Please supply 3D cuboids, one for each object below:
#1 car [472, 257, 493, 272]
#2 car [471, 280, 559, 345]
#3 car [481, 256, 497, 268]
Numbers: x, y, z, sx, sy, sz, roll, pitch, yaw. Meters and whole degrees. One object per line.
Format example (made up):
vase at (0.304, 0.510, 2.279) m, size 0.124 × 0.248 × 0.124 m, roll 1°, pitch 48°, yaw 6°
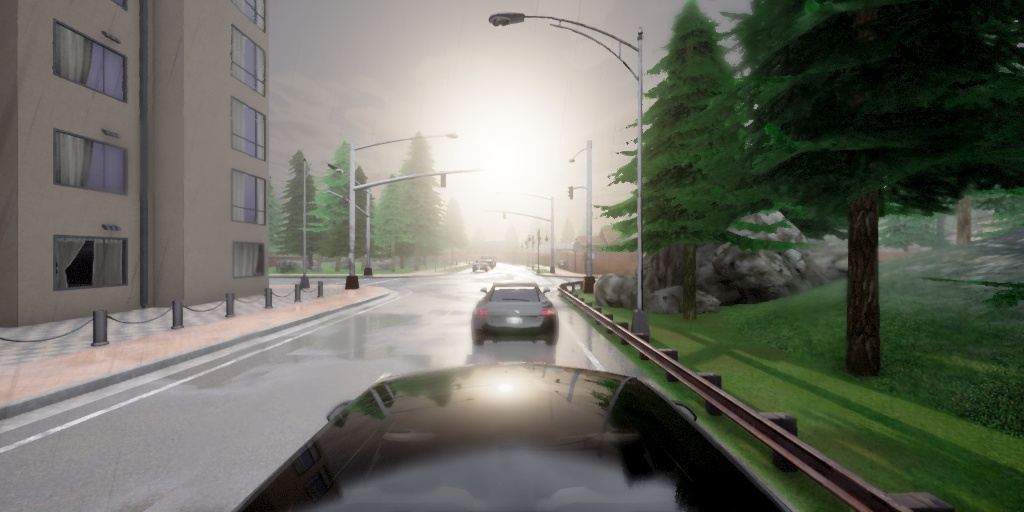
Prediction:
car at (-3.934, 1.212, 45.556) m, size 2.128 × 1.511 × 4.902 m, roll 0°, pitch 0°, yaw 0°
car at (0.083, 1.314, 9.468) m, size 1.994 × 1.385 × 4.181 m, roll 0°, pitch 0°, yaw 1°
car at (-3.976, 0.942, 56.163) m, size 2.150 × 2.045 × 5.566 m, roll 0°, pitch 0°, yaw 0°
